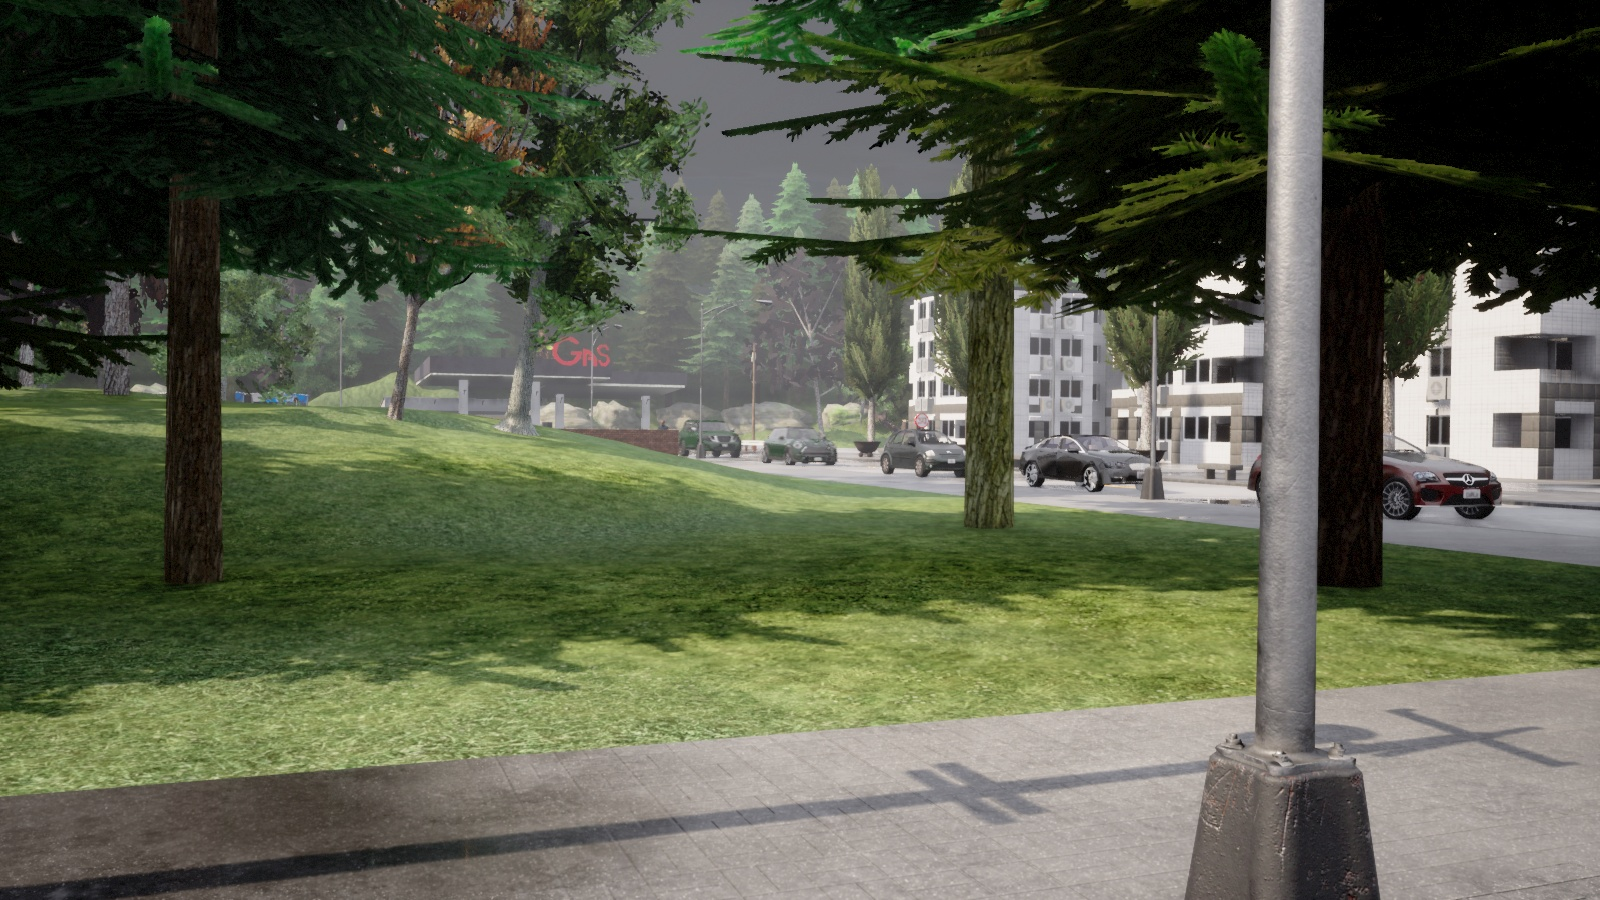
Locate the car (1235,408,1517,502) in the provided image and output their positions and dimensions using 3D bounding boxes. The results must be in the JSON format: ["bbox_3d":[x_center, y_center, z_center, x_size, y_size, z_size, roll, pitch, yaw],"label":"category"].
[{"bbox_3d":[11.236,0.049,24.984,2.152,1.651,5.027,-1,1,-21],"label":"car"}]

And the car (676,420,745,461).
[{"bbox_3d":[-4.883,-0.530,67.580,2.150,2.045,5.566,-1,1,-21],"label":"car"}]

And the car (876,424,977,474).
[{"bbox_3d":[4.296,-0.054,43.232,1.851,1.617,3.988,-1,1,-21],"label":"car"}]

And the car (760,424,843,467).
[{"bbox_3d":[-0.003,-0.231,54.552,2.097,1.767,4.553,-1,1,-21],"label":"car"}]

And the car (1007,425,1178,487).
[{"bbox_3d":[7.799,0.117,34.011,2.128,1.511,4.902,-1,1,-21],"label":"car"}]
